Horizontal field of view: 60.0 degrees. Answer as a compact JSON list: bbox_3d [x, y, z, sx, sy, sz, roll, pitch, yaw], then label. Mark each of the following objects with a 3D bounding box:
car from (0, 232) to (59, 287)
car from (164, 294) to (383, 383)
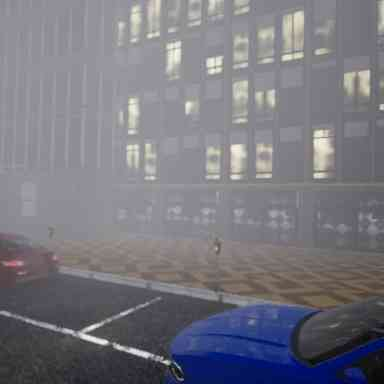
[{"bbox_3d":[-5.332,1.712,8.761,4.206,1.307,1.802,0,-2,29],"label":"car"},{"bbox_3d":[2.111,1.607,2.681,5.008,1.535,1.882,0,-2,29],"label":"car"}]
